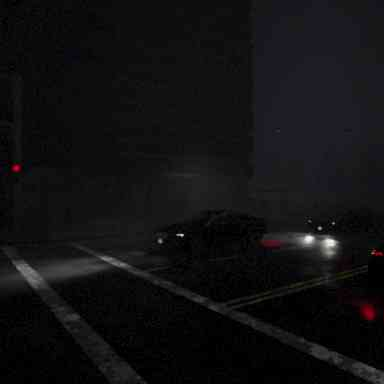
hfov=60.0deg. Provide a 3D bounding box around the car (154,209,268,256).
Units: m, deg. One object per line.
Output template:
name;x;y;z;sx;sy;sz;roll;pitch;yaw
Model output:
car;0.882;1.466;13.190;4.902;1.511;2.128;0;0;-35

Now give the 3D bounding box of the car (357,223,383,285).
car;6.192;1.534;8.165;4.181;1.385;1.994;0;0;-36

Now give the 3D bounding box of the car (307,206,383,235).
car;8.823;1.492;18.834;5.357;1.411;2.033;0;0;-35
